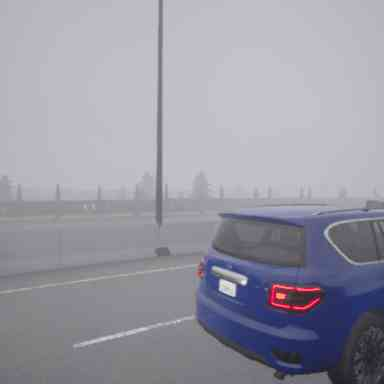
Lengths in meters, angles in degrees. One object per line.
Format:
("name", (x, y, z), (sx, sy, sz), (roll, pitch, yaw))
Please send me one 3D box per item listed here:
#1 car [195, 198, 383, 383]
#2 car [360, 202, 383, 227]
("car", (2.688, 1.218, 5.304), (5.566, 2.045, 2.150), (0, 0, -32))
("car", (14.470, 1.522, 23.369), (4.902, 1.511, 2.128), (0, 0, -25))
